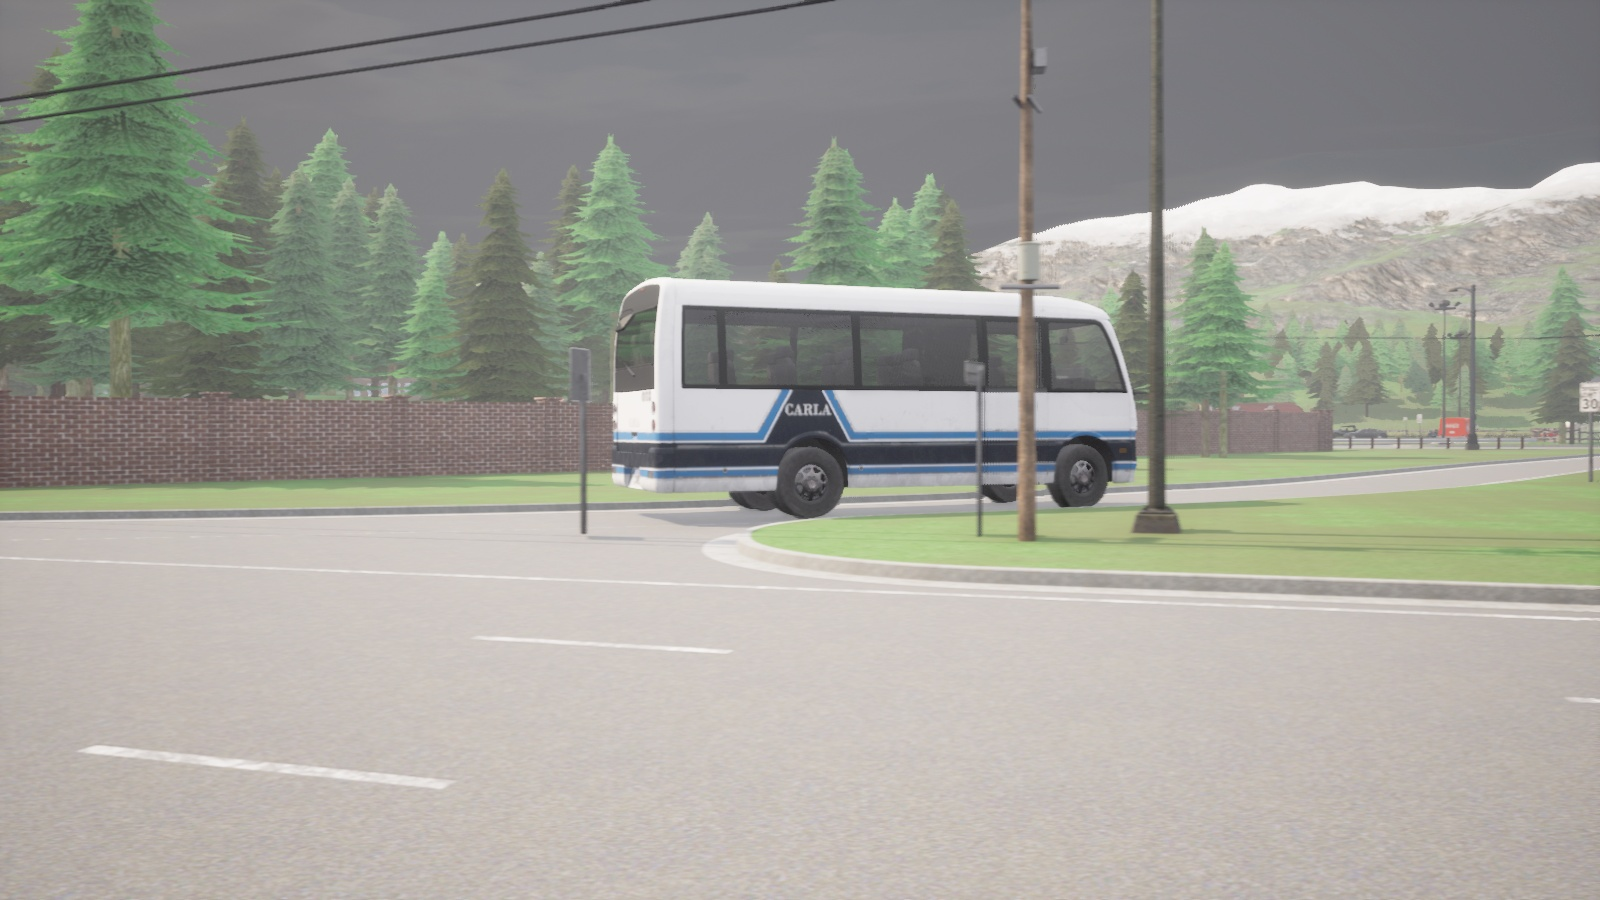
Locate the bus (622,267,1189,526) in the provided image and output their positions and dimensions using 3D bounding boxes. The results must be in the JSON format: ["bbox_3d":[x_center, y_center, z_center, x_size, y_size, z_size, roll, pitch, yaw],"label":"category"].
[{"bbox_3d":[2.069,-0.933,24.394,10.273,4.253,3.944,0,1,-22],"label":"bus"}]
